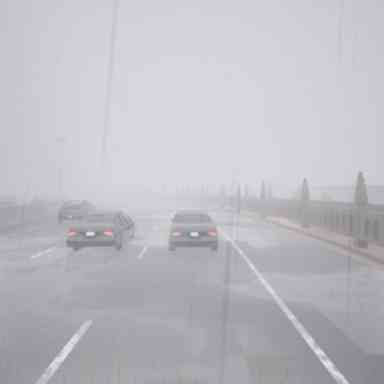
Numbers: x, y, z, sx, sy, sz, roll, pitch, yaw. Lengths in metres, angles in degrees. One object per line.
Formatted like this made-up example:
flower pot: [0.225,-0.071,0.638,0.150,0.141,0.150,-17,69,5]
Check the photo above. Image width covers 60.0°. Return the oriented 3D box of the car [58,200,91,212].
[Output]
car: [-7.769,1.306,22.845,2.128,1.511,4.902,0,0,-7]

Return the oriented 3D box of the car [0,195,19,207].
car: [-23.439,1.134,42.573,1.882,1.535,5.008,0,1,-20]

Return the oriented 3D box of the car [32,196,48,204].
car: [-20.741,1.235,45.400,1.895,1.301,4.718,0,0,-22]

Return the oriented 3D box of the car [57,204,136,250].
car: [-3.511,1.436,13.691,2.033,1.411,5.357,0,0,-2]

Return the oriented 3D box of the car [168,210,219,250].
car: [-0.011,1.437,13.641,2.033,1.411,5.357,0,0,-2]
